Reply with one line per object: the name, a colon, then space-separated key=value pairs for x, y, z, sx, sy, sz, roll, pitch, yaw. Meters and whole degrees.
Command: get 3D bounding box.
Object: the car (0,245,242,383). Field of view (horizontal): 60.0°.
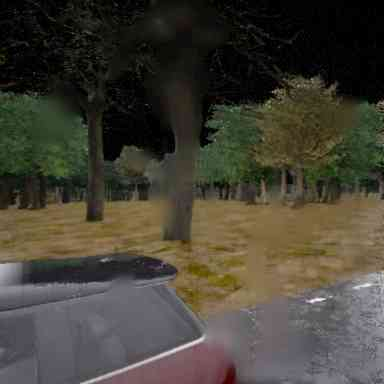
car: x=-1.819 y=1.351 z=2.048 sx=4.553 sy=1.767 sz=2.097 roll=0 pitch=0 yaw=-35
